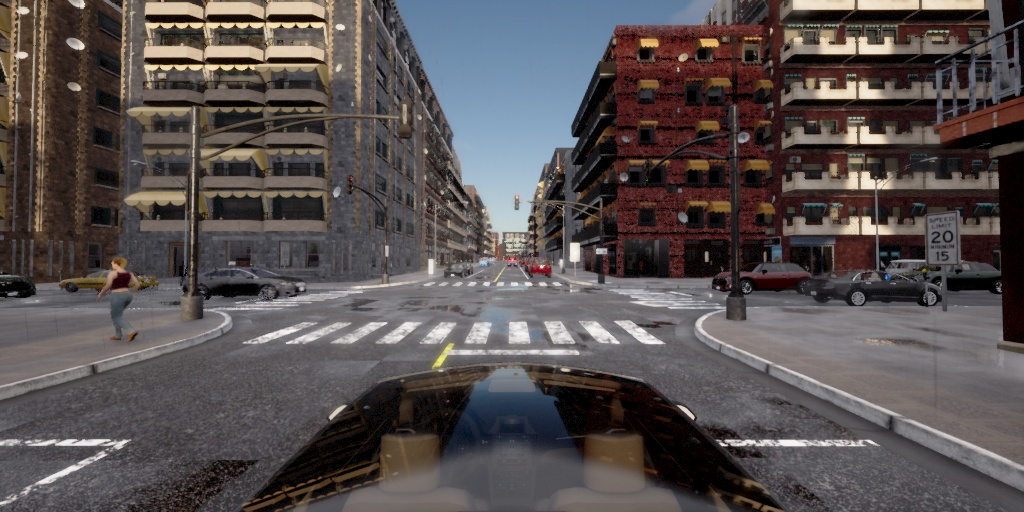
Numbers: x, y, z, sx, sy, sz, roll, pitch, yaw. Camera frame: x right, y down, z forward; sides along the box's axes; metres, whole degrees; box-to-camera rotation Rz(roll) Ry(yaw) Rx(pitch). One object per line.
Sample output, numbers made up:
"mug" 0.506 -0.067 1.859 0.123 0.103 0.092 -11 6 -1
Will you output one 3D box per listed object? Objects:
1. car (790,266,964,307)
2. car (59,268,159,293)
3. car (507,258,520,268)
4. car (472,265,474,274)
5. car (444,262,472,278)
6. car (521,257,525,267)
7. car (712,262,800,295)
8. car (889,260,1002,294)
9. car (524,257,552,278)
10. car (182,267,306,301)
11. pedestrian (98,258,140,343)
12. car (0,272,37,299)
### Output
"car" 13.759 1.186 13.747 4.403 1.370 2.007 0 0 0
"car" -24.420 1.436 21.762 4.829 1.417 1.751 0 0 0
"car" 0.072 1.425 63.670 1.895 1.301 4.718 0 0 0
"car" -5.271 1.332 39.578 1.948 1.339 4.313 0 0 0
"car" -5.277 1.329 34.017 1.948 1.339 4.313 0 0 0
"car" 2.617 1.087 45.176 2.192 1.841 5.009 0 0 0
"car" 13.236 1.102 19.159 4.553 1.767 2.097 0 -1 -1
"car" 23.085 1.079 19.145 4.553 1.767 2.097 0 -1 0
"car" 2.604 1.078 34.053 2.192 1.841 5.009 0 0 0
"car" -12.176 1.256 16.495 4.902 1.511 2.128 0 -1 -2
"pedestrian" -8.429 0.894 7.698 0.375 1.860 0.375 1 -1 0
"car" -24.967 1.151 16.365 4.553 1.767 2.097 0 -1 0
